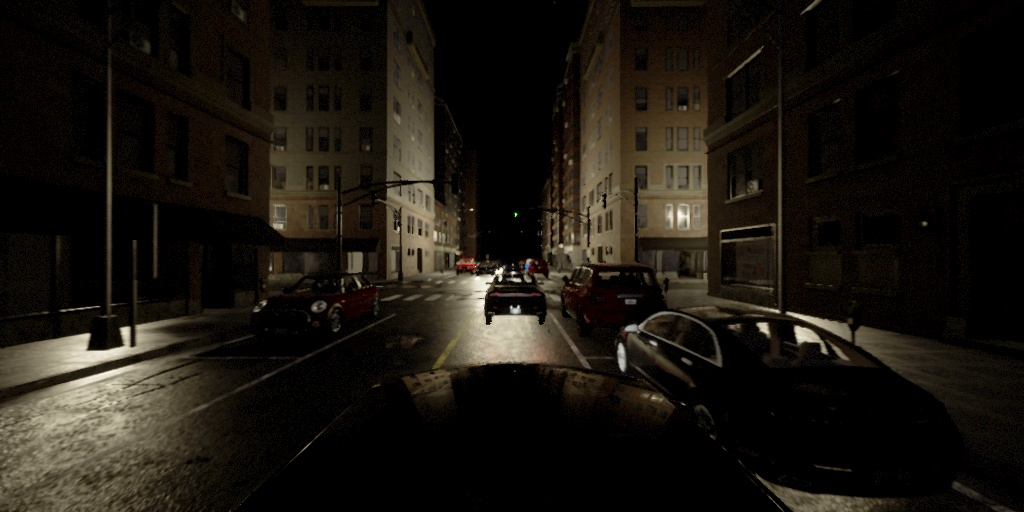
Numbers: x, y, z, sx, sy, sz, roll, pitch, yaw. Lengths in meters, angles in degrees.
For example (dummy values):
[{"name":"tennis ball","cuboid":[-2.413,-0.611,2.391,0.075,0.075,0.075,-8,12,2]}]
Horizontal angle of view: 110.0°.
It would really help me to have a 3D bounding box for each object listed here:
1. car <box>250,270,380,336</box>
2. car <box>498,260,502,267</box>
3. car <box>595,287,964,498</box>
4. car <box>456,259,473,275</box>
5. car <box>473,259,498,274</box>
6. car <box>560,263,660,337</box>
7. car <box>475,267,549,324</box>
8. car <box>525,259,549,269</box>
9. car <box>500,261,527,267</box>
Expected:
[{"name":"car","cuboid":[-5.388,1.237,10.344,1.967,1.591,4.097,0,0,0]},{"name":"car","cuboid":[-2.820,1.535,55.618,2.128,1.511,4.902,0,0,0]},{"name":"car","cuboid":[2.637,1.317,4.663,2.007,1.370,4.403,0,0,0]},{"name":"car","cuboid":[-5.421,1.289,42.903,2.192,1.841,5.009,0,0,0]},{"name":"car","cuboid":[-2.845,1.434,39.465,1.882,1.535,5.008,0,0,0]},{"name":"car","cuboid":[2.637,1.112,10.345,2.192,1.841,5.009,0,0,0]},{"name":"car","cuboid":[0.098,1.299,12.228,2.128,1.511,4.902,0,0,0]},{"name":"car","cuboid":[2.698,1.260,37.401,2.192,1.841,5.009,0,0,0]},{"name":"car","cuboid":[0.096,1.441,32.170,1.812,1.442,4.674,0,0,0]}]
